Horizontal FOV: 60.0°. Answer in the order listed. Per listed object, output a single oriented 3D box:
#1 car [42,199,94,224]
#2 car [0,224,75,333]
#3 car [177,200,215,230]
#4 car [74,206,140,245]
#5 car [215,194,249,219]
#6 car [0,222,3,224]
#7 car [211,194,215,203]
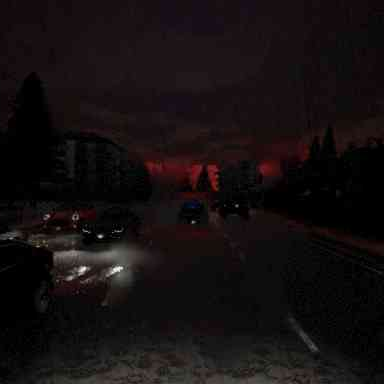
[{"bbox_3d":[-7.100,1.356,19.944,2.097,1.767,4.553,0,0,0],"label":"car"},{"bbox_3d":[-3.604,1.494,4.651,2.128,1.511,4.902,0,0,0],"label":"car"},{"bbox_3d":[0.078,1.493,21.260,2.128,1.511,4.902,0,0,0],"label":"car"},{"bbox_3d":[-3.607,1.507,15.553,1.837,1.490,4.892,0,0,0],"label":"car"},{"bbox_3d":[3.568,1.221,29.144,2.150,2.045,5.566,0,0,0],"label":"car"},{"bbox_3d":[-7.109,1.604,10.319,1.895,1.301,4.718,0,0,0],"label":"car"},{"bbox_3d":[3.499,1.226,40.271,2.150,2.045,5.566,0,0,0],"label":"car"}]
